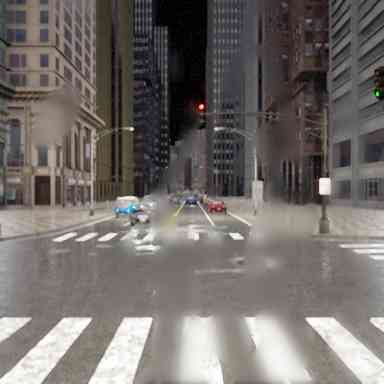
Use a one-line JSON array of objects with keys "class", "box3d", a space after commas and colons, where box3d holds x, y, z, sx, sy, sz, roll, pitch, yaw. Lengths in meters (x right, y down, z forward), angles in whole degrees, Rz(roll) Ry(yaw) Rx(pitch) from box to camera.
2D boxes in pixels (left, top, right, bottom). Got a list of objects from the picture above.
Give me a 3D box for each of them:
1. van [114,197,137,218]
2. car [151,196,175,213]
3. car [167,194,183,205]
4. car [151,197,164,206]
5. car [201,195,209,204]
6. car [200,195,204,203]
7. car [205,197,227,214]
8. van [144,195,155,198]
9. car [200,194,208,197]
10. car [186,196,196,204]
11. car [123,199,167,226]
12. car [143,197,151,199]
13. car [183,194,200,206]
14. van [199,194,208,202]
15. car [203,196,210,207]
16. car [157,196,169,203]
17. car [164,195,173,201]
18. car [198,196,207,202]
[{"class": "van", "box3d": [-5.848, 1.344, 29.994, 1.690, 1.788, 3.998, 0, 0, 0]}, {"class": "car", "box3d": [-3.186, 1.532, 37.229, 1.812, 1.442, 4.674, 0, 0, 0]}, {"class": "car", "box3d": [-3.157, 1.586, 58.604, 1.994, 1.385, 4.181, 0, 0, 0]}, {"class": "car", "box3d": [-5.923, 1.602, 57.619, 1.802, 1.307, 4.206, 0, 0, 0]}, {"class": "car", "box3d": [2.658, 1.557, 46.576, 1.887, 1.381, 4.507, 0, 0, 0]}, {"class": "car", "box3d": [2.640, 1.541, 52.271, 1.752, 1.417, 4.829, 0, 0, 0]}, {"class": "car", "box3d": [2.692, 1.550, 35.526, 1.887, 1.381, 4.507, 0, 0, 0]}, {"class": "van", "box3d": [-5.894, 1.353, 46.569, 1.690, 1.788, 3.998, 0, 0, 0]}, {"class": "car", "box3d": [2.607, 1.568, 63.152, 1.887, 1.381, 4.507, 0, 0, 0]}, {"class": "car", "box3d": [-0.170, 1.589, 65.232, 1.994, 1.385, 4.181, 0, 0, 0]}, {"class": "car", "box3d": [-3.130, 1.490, 23.409, 2.128, 1.511, 4.902, 0, 0, -1]}, {"class": "car", "box3d": [-5.863, 1.551, 35.519, 1.887, 1.381, 4.507, 0, 0, 0]}, {"class": "car", "box3d": [-0.140, 1.495, 54.812, 1.882, 1.535, 5.008, 0, 0, 0]}, {"class": "van", "box3d": [2.572, 1.372, 74.203, 1.690, 1.788, 3.998, 0, 0, 0]}, {"class": "car", "box3d": [2.675, 1.553, 41.051, 1.887, 1.381, 4.507, 0, 0, 0]}, {"class": "car", "box3d": [-5.953, 1.578, 68.669, 2.008, 1.369, 4.403, 0, 0, 0]}, {"class": "car", "box3d": [-5.997, 1.564, 85.074, 1.752, 1.417, 4.829, 0, 0, 0]}, {"class": "car", "box3d": [2.555, 1.586, 79.729, 2.008, 1.369, 4.403, 0, 0, 0]}]
